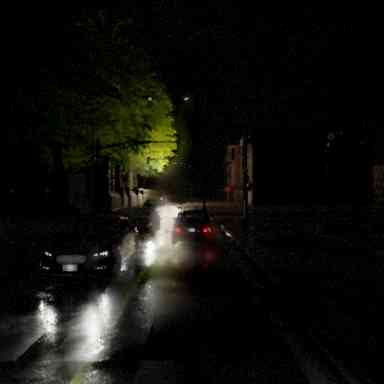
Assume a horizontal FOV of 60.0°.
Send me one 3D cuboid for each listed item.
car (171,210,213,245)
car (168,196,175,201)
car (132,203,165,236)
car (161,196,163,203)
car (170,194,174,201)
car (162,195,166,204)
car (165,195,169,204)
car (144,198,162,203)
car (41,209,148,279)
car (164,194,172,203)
[{"bbox_3d":[0.013,1.559,15.682,2.033,1.411,5.357,0,0,0],"label":"car"},{"bbox_3d":[-5.948,1.779,95.408,1.752,1.417,4.829,1,0,0],"label":"car"},{"bbox_3d":[-2.757,1.581,18.484,1.812,1.442,4.674,0,0,0],"label":"car"},{"bbox_3d":[-5.577,1.578,46.812,1.752,1.417,4.829,1,0,0],"label":"car"},{"bbox_3d":[-5.755,1.444,73.775,2.192,1.841,5.009,1,0,0],"label":"car"},{"bbox_3d":[-5.571,1.614,51.974,2.008,1.369,4.403,1,0,0],"label":"car"},{"bbox_3d":[-5.618,1.642,57.424,1.947,1.339,4.313,1,0,0],"label":"car"},{"bbox_3d":[-5.537,1.600,44.839,2.008,1.369,4.403,1,0,0],"label":"car"},{"bbox_3d":[-2.823,1.499,10.173,2.128,1.511,4.902,0,0,0],"label":"car"},{"bbox_3d":[-5.713,1.691,68.324,1.802,1.307,4.206,1,0,0],"label":"car"}]
